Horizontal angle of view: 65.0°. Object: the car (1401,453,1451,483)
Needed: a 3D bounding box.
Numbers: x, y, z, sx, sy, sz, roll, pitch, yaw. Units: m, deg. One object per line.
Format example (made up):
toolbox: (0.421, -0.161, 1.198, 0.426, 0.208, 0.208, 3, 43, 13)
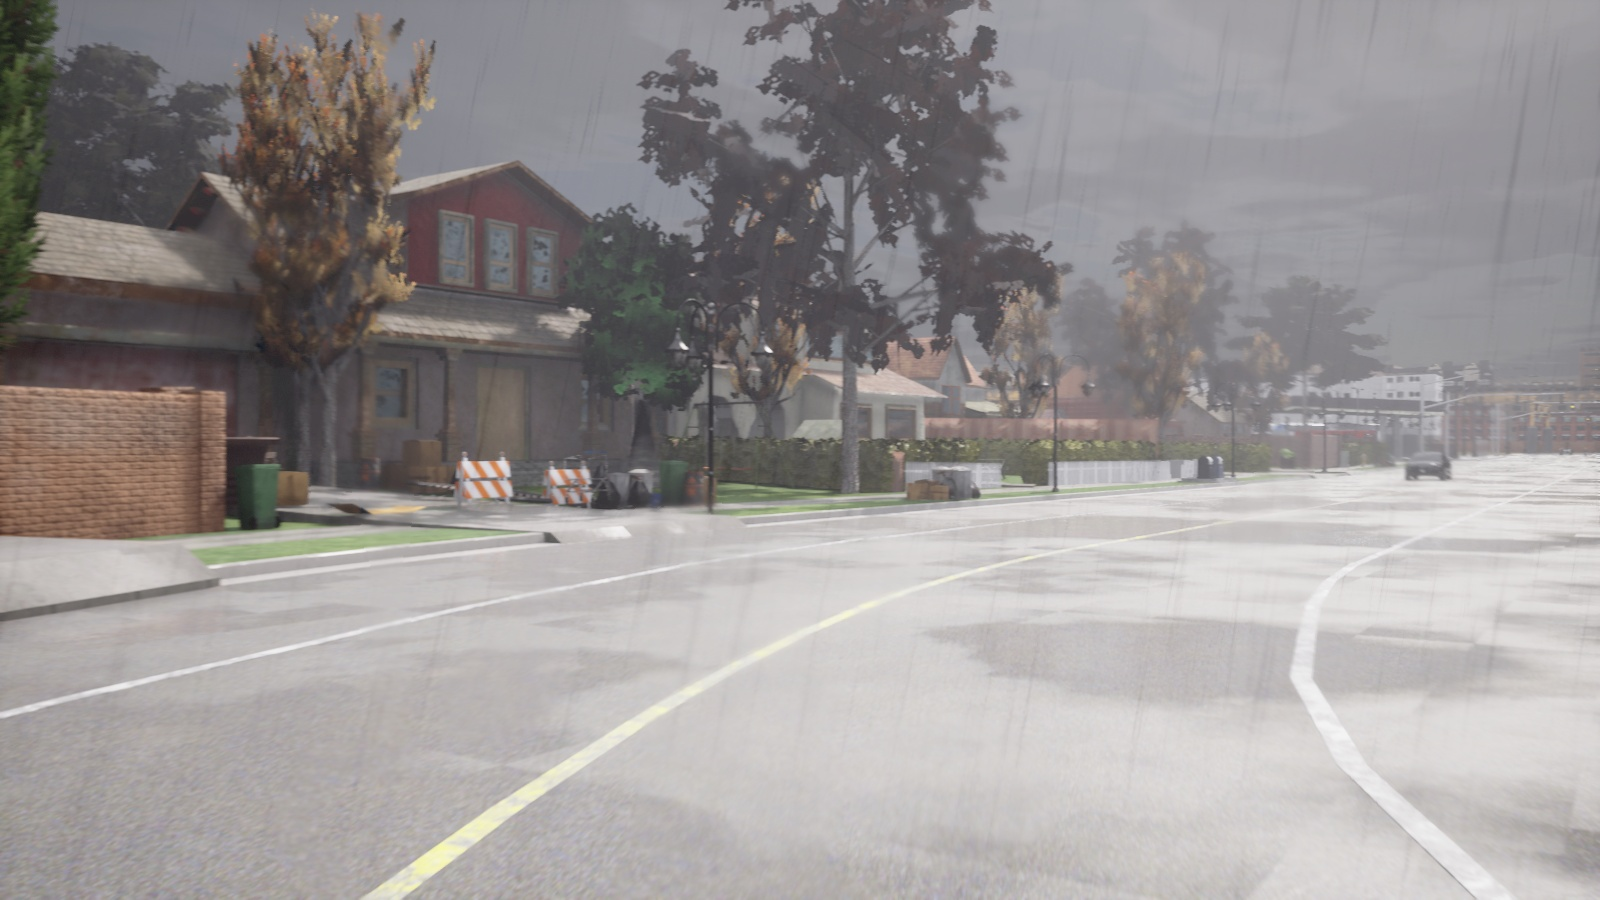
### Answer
car: (32.981, 0.916, 66.092, 1.837, 1.490, 4.892, 0, 0, 33)
